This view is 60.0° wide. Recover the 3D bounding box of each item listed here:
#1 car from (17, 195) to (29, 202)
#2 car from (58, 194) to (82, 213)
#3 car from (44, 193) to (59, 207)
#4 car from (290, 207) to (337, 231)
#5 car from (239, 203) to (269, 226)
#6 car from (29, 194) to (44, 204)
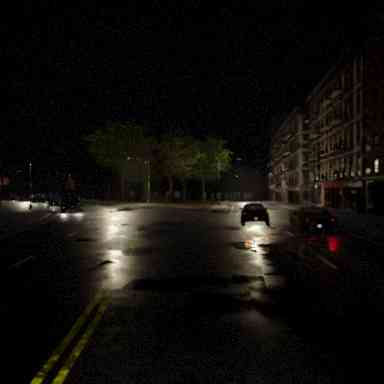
[{"bbox_3d":[-39.854,1.512,79.964,2.097,1.767,4.553,-1,0,-35],"label":"car"},{"bbox_3d":[-14.410,1.323,39.682,2.150,2.045,5.566,-1,0,-23],"label":"car"},{"bbox_3d":[-22.402,1.343,55.061,2.150,2.045,5.566,-1,0,-32],"label":"car"},{"bbox_3d":[7.261,1.572,20.396,1.895,1.301,4.718,0,0,7],"label":"car"},{"bbox_3d":[4.353,1.520,23.396,1.812,1.442,4.674,0,0,7],"label":"car"},{"bbox_3d":[-31.128,1.640,67.692,1.837,1.490,4.892,-1,0,-35],"label":"car"}]
